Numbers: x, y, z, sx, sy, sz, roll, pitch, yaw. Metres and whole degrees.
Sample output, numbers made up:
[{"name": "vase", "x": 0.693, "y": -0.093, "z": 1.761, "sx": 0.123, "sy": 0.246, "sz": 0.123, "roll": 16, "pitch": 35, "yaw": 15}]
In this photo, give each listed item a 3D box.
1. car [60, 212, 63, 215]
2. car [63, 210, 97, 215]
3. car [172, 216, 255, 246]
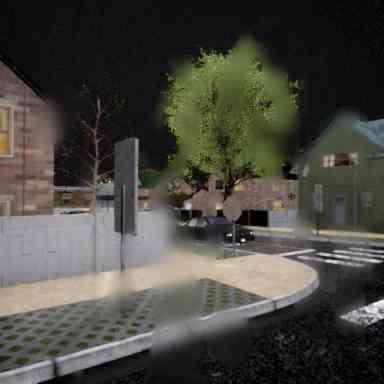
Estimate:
[{"name": "car", "x": -19.603, "y": 3.636, "z": 52.316, "sx": 1.895, "sy": 1.301, "sz": 4.718, "roll": 1, "pitch": -3, "yaw": -35}, {"name": "car", "x": -12.818, "y": 2.896, "z": 37.760, "sx": 1.837, "sy": 1.490, "sz": 4.892, "roll": 0, "pitch": -2, "yaw": -35}, {"name": "car", "x": 0.945, "y": 2.026, "z": 18.153, "sx": 2.033, "sy": 1.411, "sz": 5.357, "roll": 0, "pitch": -2, "yaw": -34}]
